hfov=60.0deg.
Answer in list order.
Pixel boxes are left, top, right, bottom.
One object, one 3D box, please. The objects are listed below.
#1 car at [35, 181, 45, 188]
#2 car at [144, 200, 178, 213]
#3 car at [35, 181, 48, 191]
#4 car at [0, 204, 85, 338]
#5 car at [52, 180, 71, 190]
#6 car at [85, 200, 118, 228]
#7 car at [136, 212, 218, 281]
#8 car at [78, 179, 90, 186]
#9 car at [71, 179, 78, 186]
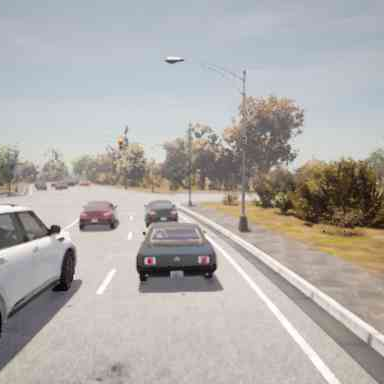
[{"bbox_3d":[-35.716,-1.781,77.881,1.994,1.385,4.181,-2,3,-26],"label":"car"},{"bbox_3d":[-1.856,1.172,19.747,1.812,1.442,4.674,-1,2,-9],"label":"car"},{"bbox_3d":[-28.515,-1.094,63.181,1.837,1.490,4.892,-2,3,-26],"label":"car"},{"bbox_3d":[-3.707,1.205,5.598,2.150,2.045,5.566,0,1,-3],"label":"car"},{"bbox_3d":[-25.369,-1.322,64.705,2.097,1.767,4.553,-2,3,-26],"label":"car"},{"bbox_3d":[-5.278,1.208,19.083,1.812,1.442,4.674,-1,2,-9],"label":"car"},{"bbox_3d":[-0.506,1.519,9.680,1.895,1.301,4.718,0,1,-4],"label":"car"},{"bbox_3d":[-27.684,-2.375,85.331,2.097,1.767,4.553,-2,3,-26],"label":"car"},{"bbox_3d":[-30.657,-2.155,83.454,1.882,1.535,5.008,-2,3,-26],"label":"car"}]
